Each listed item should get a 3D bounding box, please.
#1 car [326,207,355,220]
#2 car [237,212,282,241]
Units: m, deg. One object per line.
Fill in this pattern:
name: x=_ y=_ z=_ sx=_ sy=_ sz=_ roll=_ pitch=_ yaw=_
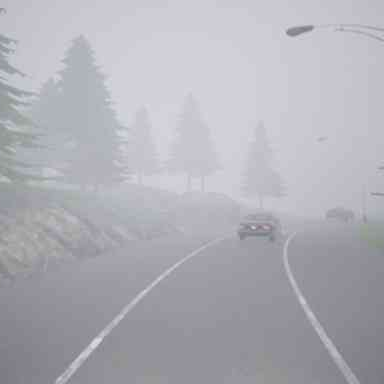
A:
car: x=17.280 y=2.486 z=38.677 sx=4.902 sy=1.511 sz=2.128 roll=3 pitch=-6 yaw=-45
car: x=3.869 y=1.825 z=18.513 sx=2.033 sy=1.411 sz=5.357 roll=-2 pitch=-2 yaw=20
